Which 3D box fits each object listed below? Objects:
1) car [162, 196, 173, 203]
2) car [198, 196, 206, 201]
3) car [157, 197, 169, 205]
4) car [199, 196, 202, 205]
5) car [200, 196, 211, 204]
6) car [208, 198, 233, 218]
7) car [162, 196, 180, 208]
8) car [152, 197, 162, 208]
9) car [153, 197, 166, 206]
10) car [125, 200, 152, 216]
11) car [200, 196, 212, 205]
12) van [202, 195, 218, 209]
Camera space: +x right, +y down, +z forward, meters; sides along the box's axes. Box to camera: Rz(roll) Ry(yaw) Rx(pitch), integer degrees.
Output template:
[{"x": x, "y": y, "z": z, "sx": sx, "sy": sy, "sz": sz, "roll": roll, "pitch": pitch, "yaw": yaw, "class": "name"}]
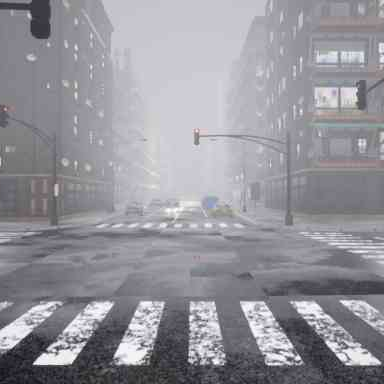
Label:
[{"x": -5.300, "y": 1.613, "z": 72.302, "sx": 2.008, "sy": 1.369, "sz": 4.403, "roll": 1, "pitch": 0, "yaw": 0, "class": "car"}, {"x": 2.581, "y": 1.627, "z": 83.665, "sx": 1.887, "sy": 1.381, "sz": 4.507, "roll": 1, "pitch": 0, "yaw": 0, "class": "car"}, {"x": -5.301, "y": 1.627, "z": 60.986, "sx": 1.802, "sy": 1.307, "sz": 4.206, "roll": 1, "pitch": 0, "yaw": 0, "class": "car"}, {"x": 2.581, "y": 1.347, "z": 49.728, "sx": 2.192, "sy": 1.841, "sz": 5.009, "roll": 1, "pitch": 0, "yaw": 0, "class": "car"}, {"x": 2.580, "y": 1.604, "z": 66.697, "sx": 2.008, "sy": 1.369, "sz": 4.403, "roll": 1, "pitch": 0, "yaw": 0, "class": "car"}, {"x": 2.707, "y": 1.538, "z": 30.241, "sx": 1.752, "sy": 1.417, "sz": 4.829, "roll": 1, "pitch": 0, "yaw": 0, "class": "car"}, {"x": -2.745, "y": 1.512, "z": 48.088, "sx": 2.128, "sy": 1.511, "sz": 4.902, "roll": 0, "pitch": 0, "yaw": 0, "class": "car"}, {"x": -5.302, "y": 1.613, "z": 49.670, "sx": 1.802, "sy": 1.307, "sz": 4.206, "roll": 1, "pitch": 0, "yaw": 0, "class": "car"}, {"x": -5.301, "y": 1.563, "z": 55.158, "sx": 1.752, "sy": 1.417, "sz": 4.829, "roll": 1, "pitch": 0, "yaw": 0, "class": "car"}, {"x": -5.432, "y": 1.565, "z": 32.697, "sx": 2.008, "sy": 1.369, "sz": 4.403, "roll": 1, "pitch": 0, "yaw": 0, "class": "car"}, {"x": 2.581, "y": 1.486, "z": 61.040, "sx": 1.967, "sy": 1.590, "sz": 4.097, "roll": 1, "pitch": 0, "yaw": 0, "class": "car"}, {"x": 2.613, "y": 1.366, "z": 44.075, "sx": 1.690, "sy": 1.788, "sz": 3.998, "roll": 1, "pitch": 0, "yaw": 0, "class": "van"}]
